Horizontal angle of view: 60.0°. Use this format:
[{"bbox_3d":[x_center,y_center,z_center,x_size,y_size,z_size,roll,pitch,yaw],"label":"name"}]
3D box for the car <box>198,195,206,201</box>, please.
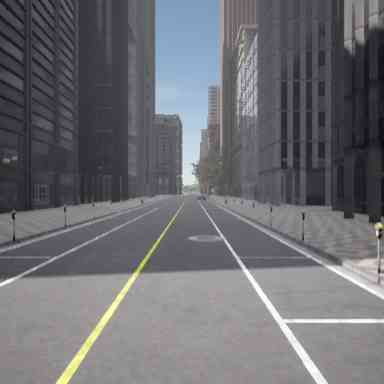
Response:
[{"bbox_3d":[2.351,1.355,80.193,1.812,1.442,4.674,0,0,0],"label":"car"}]
